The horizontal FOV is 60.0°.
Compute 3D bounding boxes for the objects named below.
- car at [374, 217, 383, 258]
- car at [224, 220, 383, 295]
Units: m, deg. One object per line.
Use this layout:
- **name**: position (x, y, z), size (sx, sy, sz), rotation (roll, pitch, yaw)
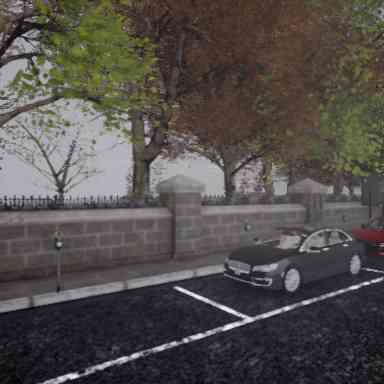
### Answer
- **car**: position (7.276, 1.544, 11.914), size (4.507, 1.381, 1.887), rotation (0, 0, -36)
- **car**: position (2.797, 1.550, 8.653), size (4.403, 1.369, 2.008), rotation (0, 0, -36)
